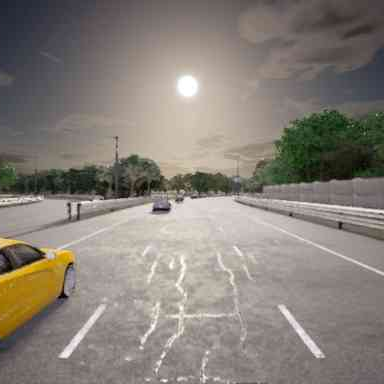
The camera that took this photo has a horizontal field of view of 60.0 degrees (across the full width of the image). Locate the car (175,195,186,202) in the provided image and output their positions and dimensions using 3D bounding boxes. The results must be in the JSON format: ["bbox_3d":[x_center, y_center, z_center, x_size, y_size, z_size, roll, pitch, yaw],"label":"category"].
[{"bbox_3d":[-2.572,1.539,74.183,1.837,1.490,4.892,0,0,4],"label":"car"}]

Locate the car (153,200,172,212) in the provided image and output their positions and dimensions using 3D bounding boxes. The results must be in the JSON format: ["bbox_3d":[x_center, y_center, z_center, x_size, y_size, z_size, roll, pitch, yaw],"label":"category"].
[{"bbox_3d":[-3.494,1.575,39.364,1.994,1.385,4.181,0,0,0],"label":"car"}]

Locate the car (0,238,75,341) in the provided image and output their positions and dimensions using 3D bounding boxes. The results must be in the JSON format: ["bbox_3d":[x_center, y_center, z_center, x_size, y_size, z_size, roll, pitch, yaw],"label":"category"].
[{"bbox_3d":[-3.501,1.478,5.392,1.882,1.535,5.008,0,0,0],"label":"car"}]
